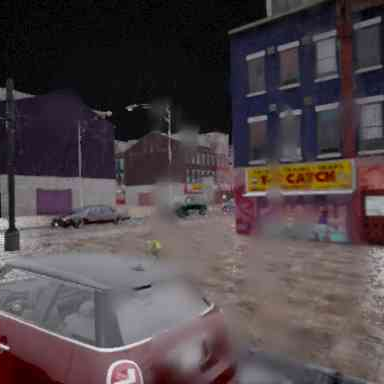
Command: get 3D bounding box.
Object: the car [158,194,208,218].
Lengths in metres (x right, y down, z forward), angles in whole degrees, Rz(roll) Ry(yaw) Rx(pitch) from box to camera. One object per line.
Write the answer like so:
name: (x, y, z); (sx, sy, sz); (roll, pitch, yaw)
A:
car: (-0.701, 1.255, 30.653); (2.150, 2.045, 5.566); (-2, -1, 36)

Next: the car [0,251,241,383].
car: (-1.579, 1.443, 3.966); (4.097, 1.590, 1.967); (0, -2, 36)

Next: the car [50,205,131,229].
car: (-6.632, 1.585, 22.368); (2.033, 1.411, 5.357); (-2, -1, 39)

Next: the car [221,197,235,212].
car: (5.283, 1.380, 38.906); (2.097, 1.767, 4.553); (-2, -1, 36)
